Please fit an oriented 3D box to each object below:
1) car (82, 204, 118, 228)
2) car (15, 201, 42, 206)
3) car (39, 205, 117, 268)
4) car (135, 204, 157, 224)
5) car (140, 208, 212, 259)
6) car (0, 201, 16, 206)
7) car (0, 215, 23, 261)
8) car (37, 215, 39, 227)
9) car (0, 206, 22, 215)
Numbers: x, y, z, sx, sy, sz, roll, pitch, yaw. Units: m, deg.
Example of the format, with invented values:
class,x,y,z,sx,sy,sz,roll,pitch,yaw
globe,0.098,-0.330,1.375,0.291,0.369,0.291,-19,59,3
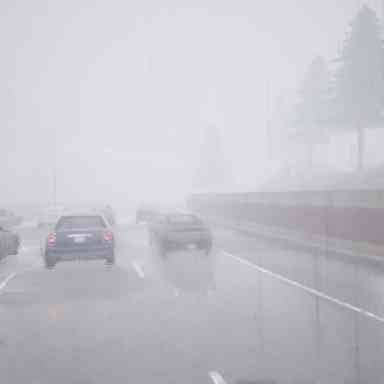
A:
class,x,y,z,sx,sy,sz,roll,pitch,yaw
car,-6.946,1.785,25.660,2.128,1.511,4.902,-1,0,-9
car,-26.270,2.295,54.983,2.033,1.411,5.357,-1,0,3
car,-3.960,1.497,12.182,2.097,1.767,4.553,0,-1,-15
car,-3.691,1.753,27.557,1.882,1.535,5.008,-1,0,-8
car,-0.639,1.612,13.296,2.128,1.511,4.902,0,0,-15
car,-29.767,2.274,54.567,2.128,1.511,4.902,-1,0,3
car,-7.387,1.740,11.462,1.994,1.385,4.181,0,0,-15
car,-10.485,1.855,25.665,1.812,1.442,4.674,-1,0,-9
car,-13.718,1.947,23.675,1.895,1.301,4.718,-1,0,-9
